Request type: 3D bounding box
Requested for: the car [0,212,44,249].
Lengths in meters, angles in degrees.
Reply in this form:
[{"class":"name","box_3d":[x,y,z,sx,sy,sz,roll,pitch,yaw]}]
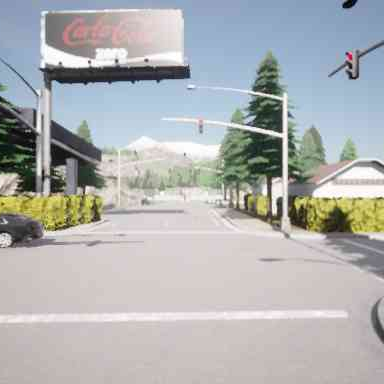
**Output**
[{"class":"car","box_3d":[-9.098,1.672,14.584,4.892,1.490,1.837,-1,0,0]}]
